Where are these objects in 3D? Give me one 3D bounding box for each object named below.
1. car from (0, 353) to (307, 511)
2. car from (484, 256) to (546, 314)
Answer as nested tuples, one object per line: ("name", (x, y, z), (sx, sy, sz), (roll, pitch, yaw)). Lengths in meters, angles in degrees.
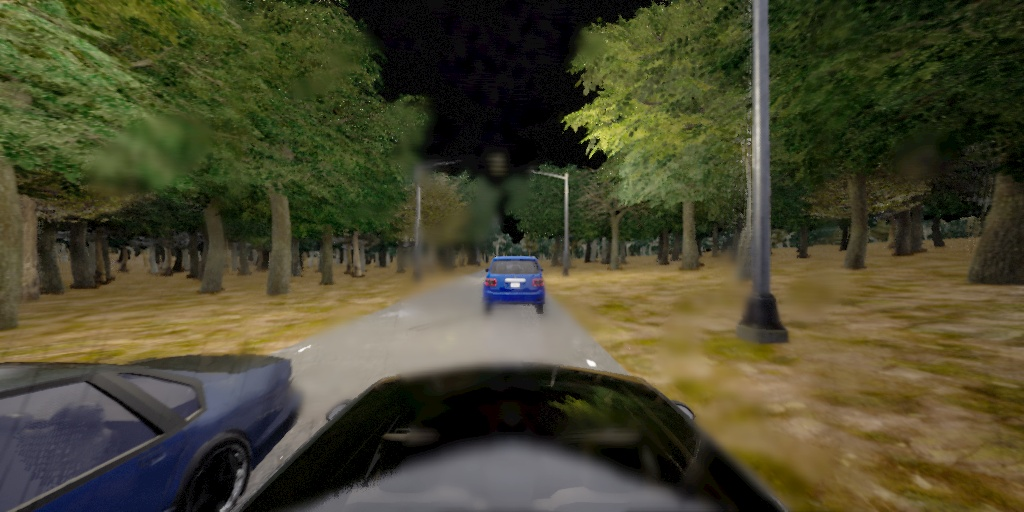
("car", (-3.001, 1.295, 1.259), (2.033, 1.411, 5.357), (0, 0, 0))
("car", (0.101, 1.037, 14.203), (2.150, 2.045, 5.566), (0, 0, 0))
